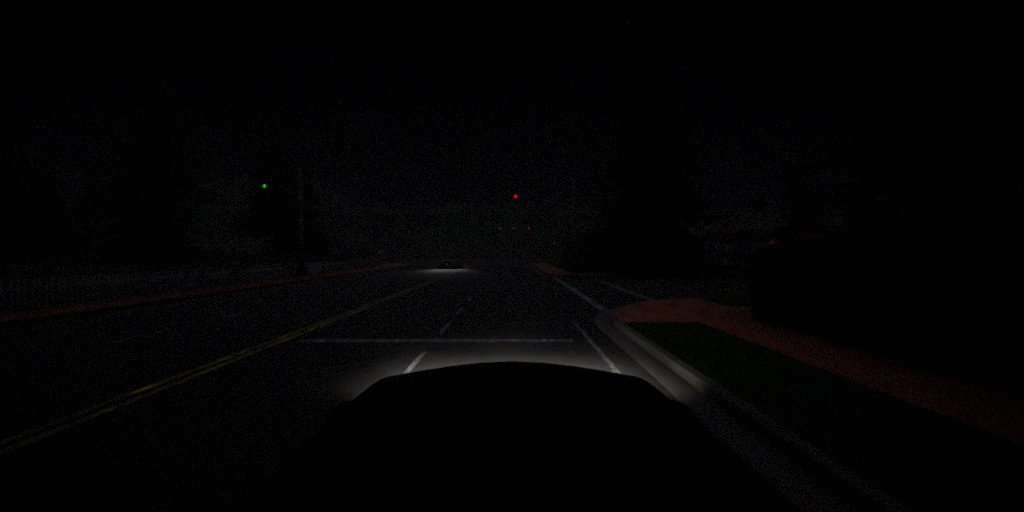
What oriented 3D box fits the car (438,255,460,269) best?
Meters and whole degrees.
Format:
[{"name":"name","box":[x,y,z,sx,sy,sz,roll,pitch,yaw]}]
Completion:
[{"name":"car","box":[-6.987,0.566,40.608,1.812,1.442,4.674,0,1,0]}]
